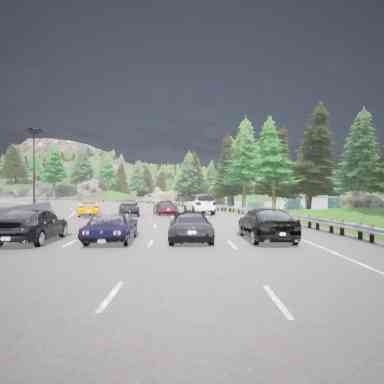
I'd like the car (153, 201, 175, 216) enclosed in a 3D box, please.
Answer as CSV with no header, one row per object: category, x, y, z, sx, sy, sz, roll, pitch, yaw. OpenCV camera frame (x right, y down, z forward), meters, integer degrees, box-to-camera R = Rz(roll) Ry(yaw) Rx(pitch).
car,-2.637,1.570,32.464,1.994,1.385,4.181,0,0,-14

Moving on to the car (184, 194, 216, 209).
car,0.749,1.255,33.350,2.150,2.045,5.566,0,0,-14

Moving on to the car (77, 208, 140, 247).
car,-3.588,1.613,15.078,1.895,1.301,4.718,0,0,-3

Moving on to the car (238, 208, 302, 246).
car,3.407,1.482,15.367,1.882,1.535,5.008,0,0,-3

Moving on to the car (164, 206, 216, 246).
car,-0.090,1.570,15.207,1.994,1.385,4.181,0,0,-3

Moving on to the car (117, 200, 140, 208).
car,-6.030,1.492,31.606,2.128,1.511,4.902,0,0,-14

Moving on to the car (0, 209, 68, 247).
car,-7.083,1.513,14.888,1.837,1.490,4.892,0,0,-3

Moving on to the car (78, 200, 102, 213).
car,-9.424,1.482,30.749,1.882,1.535,5.008,0,0,-14
